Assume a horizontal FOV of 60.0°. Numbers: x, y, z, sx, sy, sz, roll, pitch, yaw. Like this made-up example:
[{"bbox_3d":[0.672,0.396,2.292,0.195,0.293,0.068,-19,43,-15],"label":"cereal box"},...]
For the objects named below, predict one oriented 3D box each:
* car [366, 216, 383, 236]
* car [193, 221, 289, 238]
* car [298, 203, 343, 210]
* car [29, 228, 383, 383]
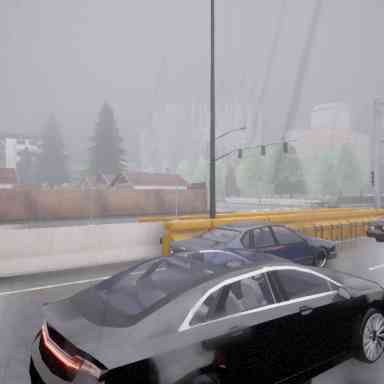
[{"bbox_3d":[10.056,1.547,15.179,5.357,1.411,2.033,0,0,-35],"label":"car"},{"bbox_3d":[1.856,1.547,9.359,5.357,1.411,2.033,0,0,-35],"label":"car"},{"bbox_3d":[8.767,1.493,22.985,4.902,1.511,2.128,0,0,-35],"label":"car"},{"bbox_3d":[0.665,1.492,4.215,4.902,1.511,2.128,0,0,-35],"label":"car"}]
